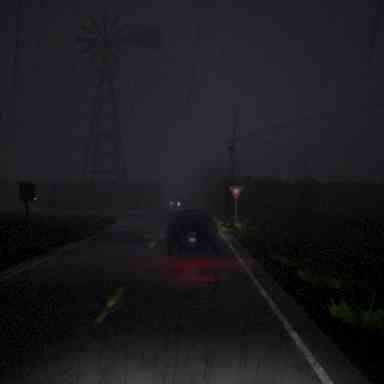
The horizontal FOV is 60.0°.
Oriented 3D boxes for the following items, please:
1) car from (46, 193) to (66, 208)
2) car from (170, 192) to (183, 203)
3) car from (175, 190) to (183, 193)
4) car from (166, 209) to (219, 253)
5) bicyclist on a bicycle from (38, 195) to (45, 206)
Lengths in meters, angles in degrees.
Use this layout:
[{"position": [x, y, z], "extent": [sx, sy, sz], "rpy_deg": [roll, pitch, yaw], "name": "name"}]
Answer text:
[{"position": [-17.295, 1.094, 42.180], "extent": [1.905, 1.878, 3.866], "rpy_deg": [0, 0, -31], "name": "car"}, {"position": [-3.320, 1.333, 66.385], "extent": [1.812, 1.442, 4.674], "rpy_deg": [0, 0, 0], "name": "car"}, {"position": [-3.341, 0.603, 81.861], "extent": [2.150, 2.045, 5.566], "rpy_deg": [0, 0, 0], "name": "car"}, {"position": [0.027, 1.438, 13.598], "extent": [1.882, 1.535, 5.008], "rpy_deg": [0, 0, 0], "name": "car"}, {"position": [-20.751, 1.190, 45.448], "extent": [0.582, 1.620, 1.656], "rpy_deg": [0, 0, 24], "name": "bicyclist on a bicycle"}]
